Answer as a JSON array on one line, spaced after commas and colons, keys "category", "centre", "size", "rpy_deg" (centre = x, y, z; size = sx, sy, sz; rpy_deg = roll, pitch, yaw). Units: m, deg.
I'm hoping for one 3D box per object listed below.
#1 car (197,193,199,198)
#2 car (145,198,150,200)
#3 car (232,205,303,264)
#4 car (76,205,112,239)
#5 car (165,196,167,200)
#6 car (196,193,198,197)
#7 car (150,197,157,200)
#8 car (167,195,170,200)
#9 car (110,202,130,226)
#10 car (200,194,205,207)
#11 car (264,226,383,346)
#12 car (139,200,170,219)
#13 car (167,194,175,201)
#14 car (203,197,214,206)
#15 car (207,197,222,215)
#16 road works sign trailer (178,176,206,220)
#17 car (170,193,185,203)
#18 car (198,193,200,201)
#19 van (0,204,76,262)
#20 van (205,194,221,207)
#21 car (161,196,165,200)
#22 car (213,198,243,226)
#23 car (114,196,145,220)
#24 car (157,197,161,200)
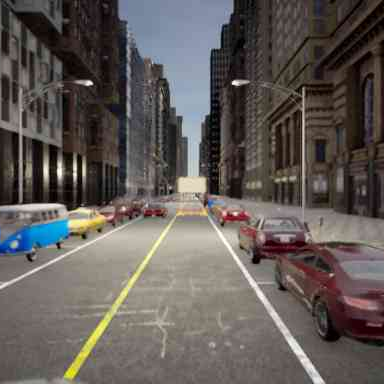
[{"category": "car", "centre": [2.764, 1.457, 73.437], "size": [1.967, 1.590, 4.097], "rpy_deg": [0, 0, 0]}, {"category": "car", "centre": [-5.762, 1.581, 34.212], "size": [1.802, 1.307, 4.206], "rpy_deg": [0, 0, 0]}, {"category": "car", "centre": [2.761, 1.439, 11.818], "size": [1.967, 1.590, 4.097], "rpy_deg": [0, 0, 0]}, {"category": "car", "centre": [-5.764, 1.524, 17.236], "size": [1.752, 1.417, 4.829], "rpy_deg": [0, 0, 0]}, {"category": "car", "centre": [-5.761, 1.572, 56.620], "size": [1.947, 1.339, 4.313], "rpy_deg": [0, 0, 0]}, {"category": "car", "centre": [2.765, 1.465, 84.641], "size": [1.967, 1.590, 4.097], "rpy_deg": [0, 0, 0]}, {"category": "car", "centre": [-5.763, 1.440, 39.814], "size": [1.967, 1.590, 4.097], "rpy_deg": [0, 0, 0]}, {"category": "car", "centre": [-5.760, 1.562, 73.427], "size": [1.887, 1.381, 4.507], "rpy_deg": [0, 0, 0]}, {"category": "car", "centre": [-5.763, 1.581, 23.007], "size": [1.802, 1.307, 4.206], "rpy_deg": [0, 0, 0]}, {"category": "car", "centre": [2.763, 1.319, 51.030], "size": [2.192, 1.841, 5.009], "rpy_deg": [0, 0, 0]}, {"category": "car", "centre": [2.761, 1.581, 6.217], "size": [1.802, 1.307, 4.206], "rpy_deg": [0, 0, 0]}, {"category": "car", "centre": [-3.097, 1.600, 28.876], "size": [1.895, 1.301, 4.718], "rpy_deg": [0, 0, 0]}, {"category": "car", "centre": [-5.760, 1.469, 90.233], "size": [1.967, 1.590, 4.097], "rpy_deg": [0, 0, 0]}, {"category": "car", "centre": [2.764, 1.588, 56.632], "size": [1.802, 1.307, 4.206], "rpy_deg": [0, 0, 0]}, {"category": "car", "centre": [2.762, 1.525, 34.396], "size": [1.752, 1.417, 4.829], "rpy_deg": [0, 0, 0]}, {"category": "road works sign trailer", "centre": [0.002, 0.463, 28.066], "size": [2.380, 3.560, 2.880], "rpy_deg": [0, 0, 0]}, {"category": "car", "centre": [-2.995, 1.363, 70.381], "size": [2.097, 1.767, 4.553], "rpy_deg": [0, 0, 0]}, {"category": "car", "centre": [2.763, 1.325, 62.234], "size": [2.192, 1.841, 5.009], "rpy_deg": [0, 0, 0]}, {"category": "van", "centre": [-5.764, 1.340, 11.803], "size": [1.690, 1.788, 3.998], "rpy_deg": [0, 0, 0]}, {"category": "van", "centre": [2.762, 1.341, 39.827], "size": [1.690, 1.788, 3.998], "rpy_deg": [0, 0, 0]}, {"category": "car", "centre": [-5.761, 1.570, 51.018], "size": [1.947, 1.339, 4.313], "rpy_deg": [0, 0, 0]}, {"category": "car", "centre": [2.762, 1.439, 23.021], "size": [1.967, 1.590, 4.097], "rpy_deg": [0, 0, 0]}, {"category": "car", "centre": [-5.763, 1.314, 28.610], "size": [2.192, 1.841, 5.009], "rpy_deg": [0, 0, 0]}, {"category": "car", "centre": [-5.762, 1.552, 45.416], "size": [2.008, 1.369, 4.403], "rpy_deg": [0, 0, 0]}]
